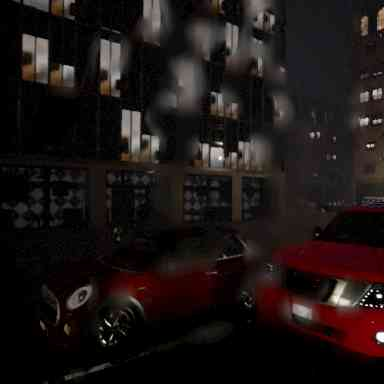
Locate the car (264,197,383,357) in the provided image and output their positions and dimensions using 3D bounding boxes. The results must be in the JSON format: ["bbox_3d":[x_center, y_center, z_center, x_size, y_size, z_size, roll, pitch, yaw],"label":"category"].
[{"bbox_3d":[3.715,1.219,6.011,5.566,2.045,2.150,0,0,-35],"label":"car"}]

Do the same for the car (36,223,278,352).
[{"bbox_3d":[-0.607,1.440,6.112,4.097,1.590,1.967,0,1,-35],"label":"car"}]

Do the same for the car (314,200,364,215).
[{"bbox_3d":[15.306,1.606,34.863,2.008,1.369,4.403,0,-1,-35],"label":"car"}]

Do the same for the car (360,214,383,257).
[{"bbox_3d":[8.468,1.561,12.588,4.313,1.339,1.947,0,1,-35],"label":"car"}]
